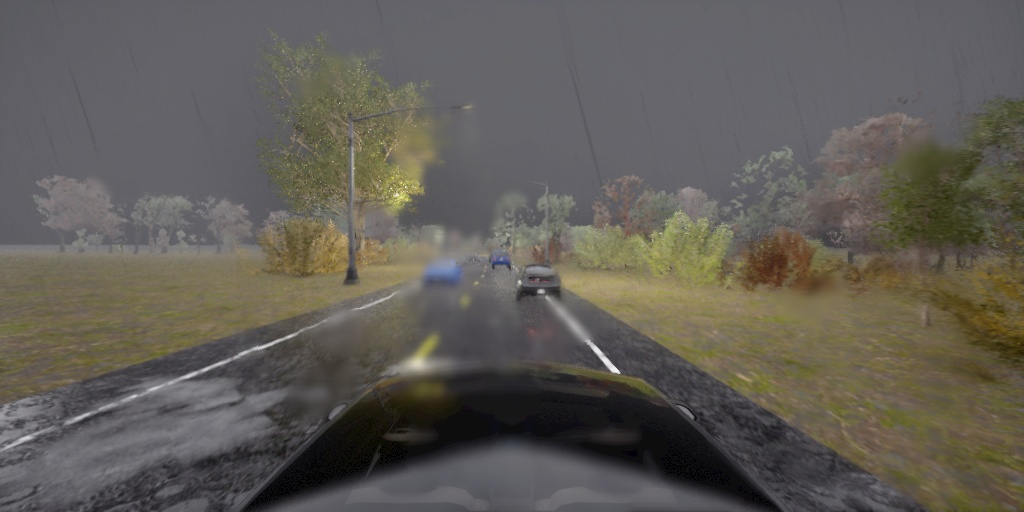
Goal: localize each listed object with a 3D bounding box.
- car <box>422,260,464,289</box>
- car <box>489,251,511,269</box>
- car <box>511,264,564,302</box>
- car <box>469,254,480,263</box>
[{"bbox_3d":[-3.936,0.977,21.101,1.882,1.535,5.008,0,1,-2],"label":"car"},{"bbox_3d":[-1.335,0.401,42.773,2.150,2.045,5.566,0,1,-3],"label":"car"},{"bbox_3d":[1.058,1.071,15.696,1.837,1.490,4.892,0,1,-1],"label":"car"},{"bbox_3d":[-6.604,0.421,63.181,2.033,1.411,5.357,0,1,-5],"label":"car"}]
